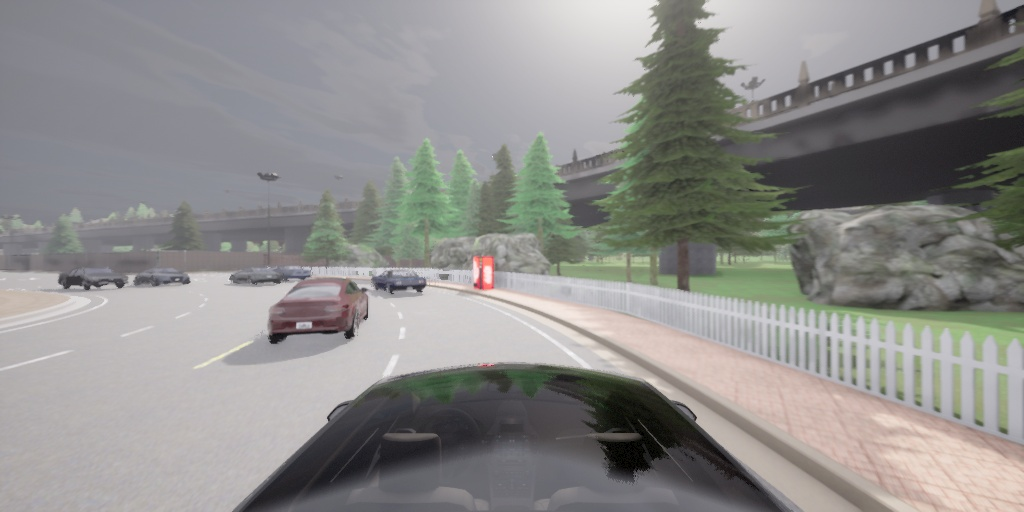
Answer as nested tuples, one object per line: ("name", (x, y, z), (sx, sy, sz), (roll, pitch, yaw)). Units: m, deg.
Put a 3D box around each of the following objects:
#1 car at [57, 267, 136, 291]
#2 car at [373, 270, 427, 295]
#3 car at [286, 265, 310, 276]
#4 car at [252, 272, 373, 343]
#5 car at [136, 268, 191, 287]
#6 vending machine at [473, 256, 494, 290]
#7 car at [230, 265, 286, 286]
("car", (-28.561, 1.483, 24.403), (5.357, 1.411, 2.033), (-1, 0, 22))
("car", (-6.684, 1.439, 20.833), (1.895, 1.301, 4.718), (0, 0, -35))
("car", (-20.284, 1.517, 31.981), (5.357, 1.411, 2.033), (-1, 0, 27))
("car", (-5.108, 1.332, 9.907), (1.812, 1.442, 4.674), (0, 0, -16))
("car", (-26.650, 1.579, 27.368), (4.181, 1.385, 1.994), (-1, 0, 23))
("vending machine", (-1.621, 0.992, 20.642), (1.100, 2.100, 0.880), (0, 0, -31))
("car", (-20.012, 1.524, 27.953), (4.181, 1.385, 1.994), (-1, 0, 30))
